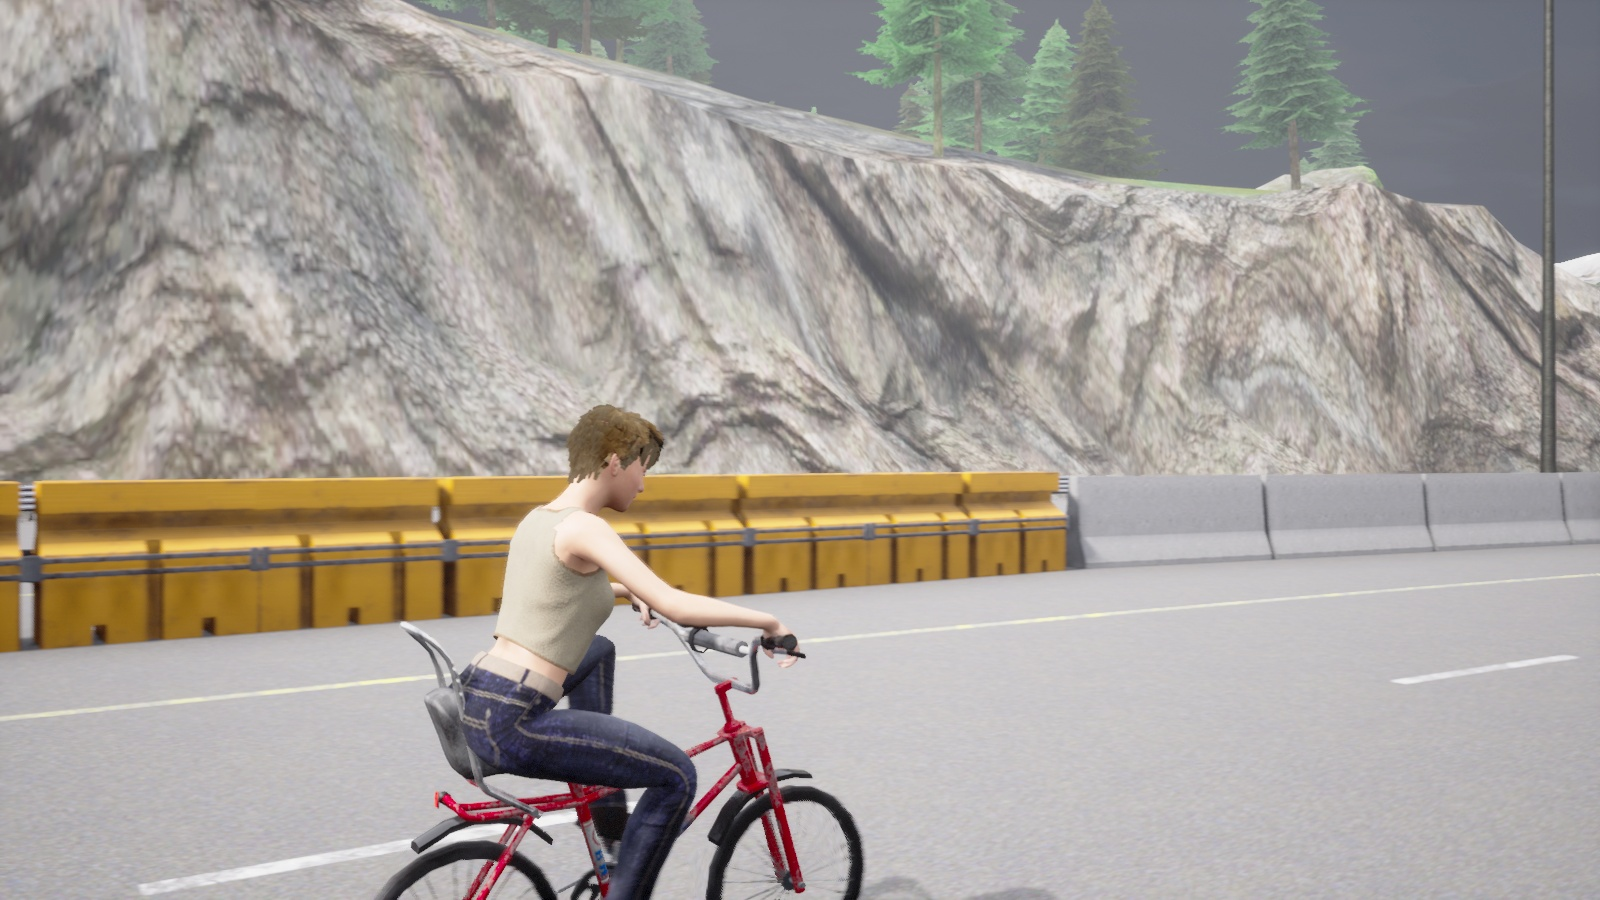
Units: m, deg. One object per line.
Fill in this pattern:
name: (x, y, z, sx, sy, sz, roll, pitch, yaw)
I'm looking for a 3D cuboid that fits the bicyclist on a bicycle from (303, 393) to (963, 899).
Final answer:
bicyclist on a bicycle: (-0.430, 0.690, 3.335, 1.509, 1.612, 0.866, 0, 0, -34)
